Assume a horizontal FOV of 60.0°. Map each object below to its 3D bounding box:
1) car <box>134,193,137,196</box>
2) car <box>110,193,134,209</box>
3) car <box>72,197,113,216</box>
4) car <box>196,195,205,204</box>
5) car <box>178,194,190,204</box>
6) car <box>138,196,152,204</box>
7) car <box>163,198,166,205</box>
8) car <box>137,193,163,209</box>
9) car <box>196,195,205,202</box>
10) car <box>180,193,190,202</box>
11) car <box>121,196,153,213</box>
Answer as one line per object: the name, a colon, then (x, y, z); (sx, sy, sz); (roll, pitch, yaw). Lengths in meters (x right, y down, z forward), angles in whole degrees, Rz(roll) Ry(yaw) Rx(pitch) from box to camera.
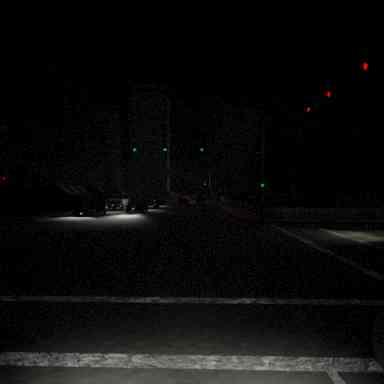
car: (-9.195, 1.227, 53.025); (2.150, 2.045, 5.566); (0, 0, 1)
car: (-9.454, 1.226, 42.660); (2.150, 2.045, 5.566); (0, 0, 1)
car: (-9.769, 1.551, 32.481); (2.033, 1.411, 5.357); (0, 0, 4)
car: (1.694, 1.512, 65.309); (1.837, 1.490, 4.892); (0, 0, 1)
car: (-1.790, 1.571, 66.019); (1.994, 1.385, 4.181); (0, 0, 1)
car: (-8.907, 1.532, 63.382); (1.812, 1.442, 4.674); (0, 0, 2)
car: (-5.590, 1.553, 57.106); (2.033, 1.411, 5.357); (0, 0, 2)
car: (-5.853, 1.226, 46.751); (2.150, 2.045, 5.566); (0, 0, 1)
car: (1.916, 1.359, 74.526); (2.128, 1.511, 4.902); (0, 0, 1)
car: (-1.584, 1.190, 74.580); (2.097, 1.767, 4.553); (0, 0, 1)
car: (-6.086, 1.495, 37.179); (2.128, 1.511, 4.902); (0, 0, 1)
